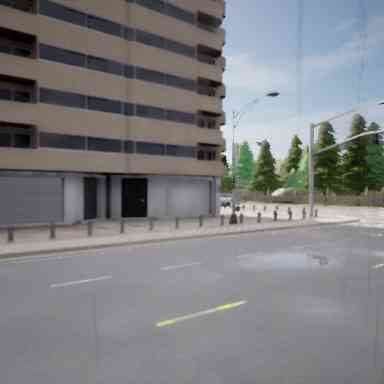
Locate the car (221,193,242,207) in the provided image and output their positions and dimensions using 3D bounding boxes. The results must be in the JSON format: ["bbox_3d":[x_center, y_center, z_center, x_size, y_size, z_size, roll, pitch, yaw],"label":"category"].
[{"bbox_3d":[5.167,1.221,50.757,2.150,2.045,5.566,0,0,-36],"label":"car"}]
